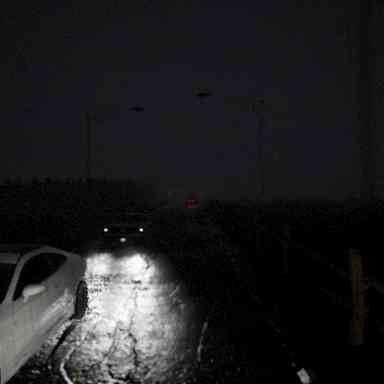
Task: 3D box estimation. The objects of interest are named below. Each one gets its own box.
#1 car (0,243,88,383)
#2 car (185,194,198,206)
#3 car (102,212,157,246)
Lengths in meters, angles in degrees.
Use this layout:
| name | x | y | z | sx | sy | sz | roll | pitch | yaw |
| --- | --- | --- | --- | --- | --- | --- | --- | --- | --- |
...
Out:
| name | x | y | z | sx | sy | sz | roll | pitch | yaw |
| --- | --- | --- | --- | --- | --- | --- | --- | --- | --- |
| car | -2.853 | 1.533 | 4.640 | 1.812 | 1.442 | 4.674 | 0 | 0 | 0 |
| car | -0.095 | 1.552 | 55.499 | 1.837 | 1.490 | 4.892 | 0 | 0 | 0 |
| car | -2.777 | 1.623 | 15.622 | 1.895 | 1.301 | 4.718 | 0 | 0 | 0 |
